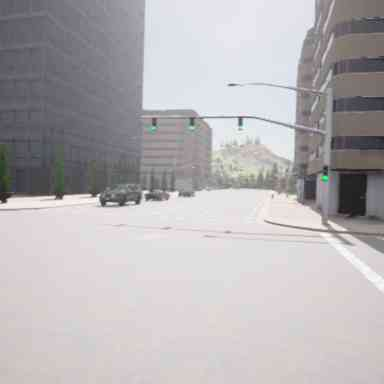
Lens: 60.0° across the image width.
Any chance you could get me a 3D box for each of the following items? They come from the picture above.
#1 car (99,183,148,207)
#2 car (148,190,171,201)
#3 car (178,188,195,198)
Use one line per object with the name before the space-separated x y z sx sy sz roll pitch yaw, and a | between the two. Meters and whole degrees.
car | -6.561 0.221 31.434 2.150 2.045 5.566 2 1 16
car | -4.220 0.433 41.255 1.895 1.301 4.718 2 1 14
car | -0.832 0.080 54.987 1.882 1.535 5.008 2 1 14
